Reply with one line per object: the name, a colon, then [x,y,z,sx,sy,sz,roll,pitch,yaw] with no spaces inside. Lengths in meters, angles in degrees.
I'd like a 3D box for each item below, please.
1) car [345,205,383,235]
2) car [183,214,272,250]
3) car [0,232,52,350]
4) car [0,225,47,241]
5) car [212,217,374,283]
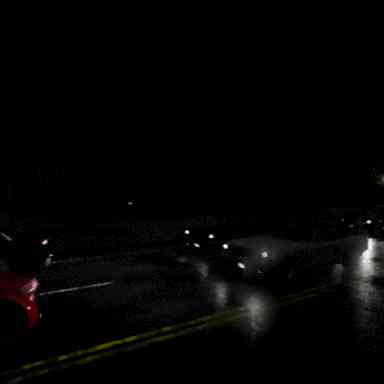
car: [10.269,1.499,18.692,4.674,1.442,1.812,0,0,-34]
car: [1.994,1.569,12.963,4.718,1.301,1.895,0,0,-35]
car: [-4.380,1.539,4.593,4.181,1.385,1.994,0,0,-35]
car: [-5.828,1.456,7.546,4.902,1.511,2.128,0,0,-35]
car: [3.094,1.580,9.773,4.718,1.301,1.895,0,0,-35]
